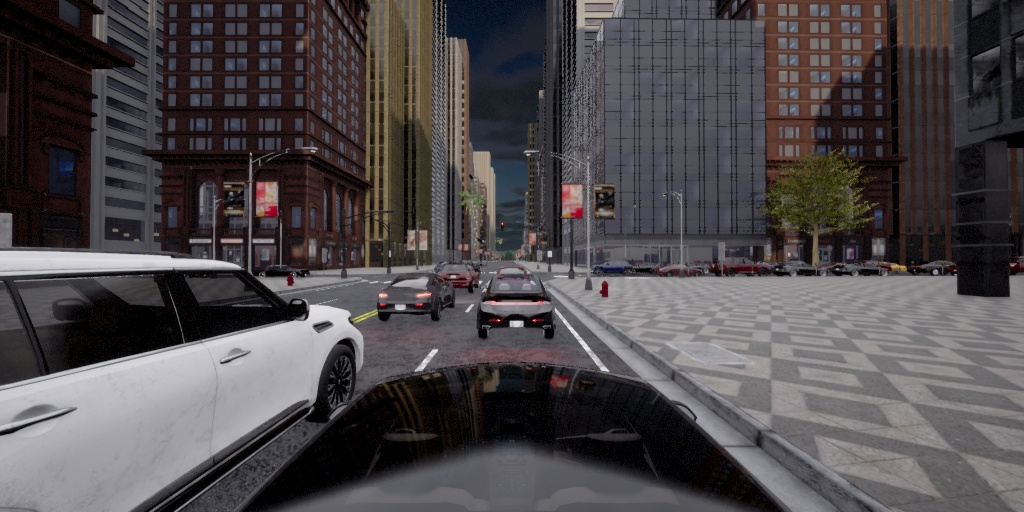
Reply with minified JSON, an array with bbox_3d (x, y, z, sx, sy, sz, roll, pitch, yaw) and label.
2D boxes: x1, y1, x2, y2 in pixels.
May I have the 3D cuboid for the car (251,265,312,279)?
[{"bbox_3d":[-22.407,1.528,34.992,4.718,1.301,1.895,0,-1,-3],"label":"car"}]

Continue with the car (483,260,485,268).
[{"bbox_3d":[-4.902,1.331,32.130,1.837,1.490,4.892,-3,-1,34],"label":"car"}]

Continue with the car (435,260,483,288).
[{"bbox_3d":[-3.153,1.142,21.404,2.097,1.767,4.553,0,0,0],"label":"car"}]

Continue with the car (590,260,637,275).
[{"bbox_3d":[10.623,1.184,38.795,4.553,1.767,2.097,0,-1,2],"label":"car"}]

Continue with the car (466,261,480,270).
[{"bbox_3d":[-6.590,1.562,61.337,1.812,1.442,4.674,0,0,0],"label":"car"}]

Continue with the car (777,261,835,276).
[{"bbox_3d":[26.585,1.276,33.149,4.313,1.339,1.948,0,0,-1],"label":"car"}]

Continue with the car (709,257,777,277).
[{"bbox_3d":[20.948,1.041,33.061,5.009,1.841,2.192,0,0,-1],"label":"car"}]

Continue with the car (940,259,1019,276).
[{"bbox_3d":[43.498,1.214,33.416,4.507,1.381,1.888,0,0,-1],"label":"car"}]

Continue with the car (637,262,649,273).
[{"bbox_3d":[15.177,1.413,41.495,4.313,1.339,1.948,0,0,-1],"label":"car"}]

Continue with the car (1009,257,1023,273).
[{"bbox_3d":[49.136,0.973,33.505,5.009,1.841,2.192,0,0,-1],"label":"car"}]

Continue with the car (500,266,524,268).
[{"bbox_3d":[-0.004,1.260,19.612,1.882,1.535,5.008,0,0,0],"label":"car"}]

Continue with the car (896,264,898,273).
[{"bbox_3d":[38.272,1.226,39.086,5.008,1.535,1.882,0,-1,-1],"label":"car"}]

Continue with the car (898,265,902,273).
[{"bbox_3d":[43.200,1.295,41.937,4.829,1.417,1.751,0,0,-1],"label":"car"}]

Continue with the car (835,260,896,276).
[{"bbox_3d":[32.222,1.260,33.238,4.313,1.339,1.948,0,0,-1],"label":"car"}]

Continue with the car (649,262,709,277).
[{"bbox_3d":[15.309,1.328,32.972,4.207,1.307,1.802,0,0,-1],"label":"car"}]

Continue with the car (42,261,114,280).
[{"bbox_3d":[-42.278,1.370,35.021,4.553,1.767,2.097,0,-1,1],"label":"car"}]

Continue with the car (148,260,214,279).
[{"bbox_3d":[-32.225,1.324,35.001,4.553,1.767,2.097,0,-1,0],"label":"car"}]

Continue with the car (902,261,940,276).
[{"bbox_3d":[42.847,1.206,36.032,4.892,1.490,1.837,0,-1,-1],"label":"car"}]

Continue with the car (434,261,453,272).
[{"bbox_3d":[-9.849,1.496,51.961,1.812,1.442,4.674,0,0,0],"label":"car"}]

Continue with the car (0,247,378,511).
[{"bbox_3d":[-3.155,0.972,2.644,2.150,2.045,5.566,0,0,0],"label":"car"}]

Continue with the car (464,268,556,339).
[{"bbox_3d":[0.097,1.249,10.112,2.128,1.511,4.902,0,0,0],"label":"car"}]

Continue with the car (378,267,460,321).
[{"bbox_3d":[-3.152,1.288,12.423,1.812,1.442,4.674,0,0,0],"label":"car"}]

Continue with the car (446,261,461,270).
[{"bbox_3d":[-9.840,1.559,60.884,1.812,1.442,4.674,0,0,0],"label":"car"}]
